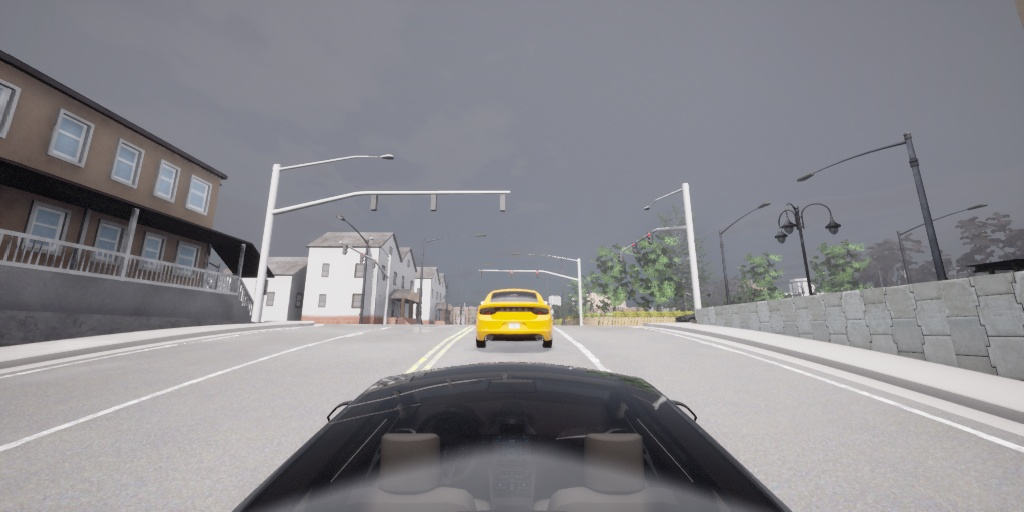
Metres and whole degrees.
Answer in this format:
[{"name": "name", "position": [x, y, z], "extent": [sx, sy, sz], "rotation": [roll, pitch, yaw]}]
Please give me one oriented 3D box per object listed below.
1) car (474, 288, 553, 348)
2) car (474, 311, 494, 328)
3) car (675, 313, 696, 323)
[{"name": "car", "position": [0.061, 1.723, 10.544], "extent": [1.882, 1.535, 5.008], "rotation": [0, -7, 0]}, {"name": "car", "position": [-3.657, 8.485, 47.391], "extent": [2.150, 2.045, 5.566], "rotation": [0, -12, 0]}, {"name": "car", "position": [16.461, 5.260, 30.406], "extent": [5.008, 1.535, 1.882], "rotation": [0, -12, 1]}]
